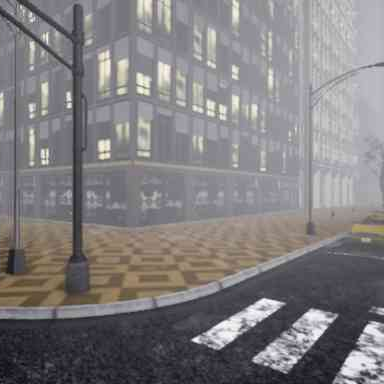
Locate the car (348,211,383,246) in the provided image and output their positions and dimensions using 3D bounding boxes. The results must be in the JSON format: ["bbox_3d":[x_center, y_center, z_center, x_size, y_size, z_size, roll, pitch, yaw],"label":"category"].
[{"bbox_3d":[8.170,1.537,14.732,1.752,1.417,4.829,0,0,38],"label":"car"}]
